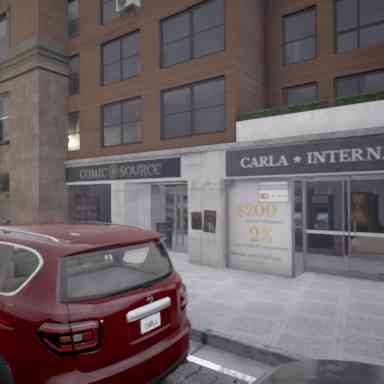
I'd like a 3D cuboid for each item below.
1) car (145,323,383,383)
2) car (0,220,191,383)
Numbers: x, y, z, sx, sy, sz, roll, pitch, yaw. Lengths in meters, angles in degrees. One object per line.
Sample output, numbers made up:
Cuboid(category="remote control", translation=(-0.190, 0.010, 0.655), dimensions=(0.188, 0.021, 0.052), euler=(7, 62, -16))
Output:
Cuboid(category="car", translation=(2.130, 1.551, 1.338), dimensions=(4.403, 1.369, 2.008), euler=(0, -1, 35))
Cuboid(category="car", translation=(-2.333, 1.317, 4.522), dimensions=(5.009, 1.841, 2.192), euler=(0, -1, 35))
